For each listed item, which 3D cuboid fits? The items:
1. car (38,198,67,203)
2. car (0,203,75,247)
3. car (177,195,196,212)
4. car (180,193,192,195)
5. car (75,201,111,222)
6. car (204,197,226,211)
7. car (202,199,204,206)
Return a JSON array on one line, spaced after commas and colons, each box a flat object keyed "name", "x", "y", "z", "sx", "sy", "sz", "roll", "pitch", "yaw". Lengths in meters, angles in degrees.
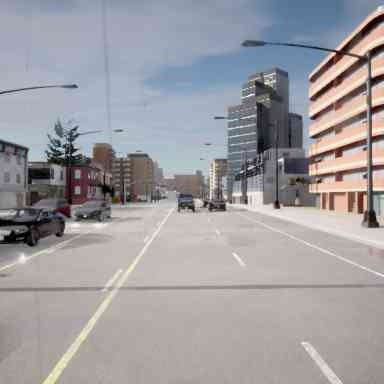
[{"name": "car", "x": -10.993, "y": 1.301, "z": 25.667, "sx": 2.097, "sy": 1.767, "sz": 4.553, "roll": 0, "pitch": 0, "yaw": -1}, {"name": "car", "x": -7.356, "y": 1.485, "z": 15.134, "sx": 2.128, "sy": 1.511, "sz": 4.902, "roll": 0, "pitch": 0, "yaw": -1}, {"name": "car", "x": -0.633, "y": 1.407, "z": 37.475, "sx": 1.837, "sy": 1.490, "sz": 4.892, "roll": 0, "pitch": 0, "yaw": -1}, {"name": "car", "x": -0.870, "y": 1.139, "z": 47.536, "sx": 2.150, "sy": 2.045, "sz": 5.566, "roll": 0, "pitch": -1, "yaw": -1}, {"name": "car", "x": -7.565, "y": 1.453, "z": 25.767, "sx": 1.837, "sy": 1.490, "sz": 4.892, "roll": 0, "pitch": 1, "yaw": -1}, {"name": "car", "x": 2.867, "y": 1.390, "z": 38.777, "sx": 2.128, "sy": 1.511, "sz": 4.902, "roll": 0, "pitch": 0, "yaw": -1}, {"name": "car", "x": 2.623, "y": 1.419, "z": 48.770, "sx": 2.128, "sy": 1.511, "sz": 4.902, "roll": 0, "pitch": -1, "yaw": -1}]
